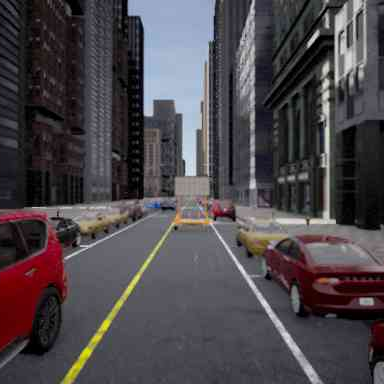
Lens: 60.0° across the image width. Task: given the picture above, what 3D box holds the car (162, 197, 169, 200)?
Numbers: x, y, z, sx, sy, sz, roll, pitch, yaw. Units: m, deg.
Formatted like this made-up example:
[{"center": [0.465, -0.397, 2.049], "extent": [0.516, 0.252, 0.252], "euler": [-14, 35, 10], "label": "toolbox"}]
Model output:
[{"center": [-5.731, 1.911, 58.260], "extent": [2.192, 1.841, 5.009], "euler": [0, -1, 0], "label": "car"}]

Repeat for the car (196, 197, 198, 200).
[{"center": [2.815, 2.510, 92.100], "extent": [1.887, 1.381, 4.507], "euler": [0, -1, 0], "label": "car"}]

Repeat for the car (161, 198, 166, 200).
[{"center": [-5.734, 2.087, 52.617], "extent": [2.008, 1.369, 4.403], "euler": [0, -1, 0], "label": "car"}]

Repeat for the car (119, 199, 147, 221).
[{"center": [-5.748, 1.615, 30.058], "extent": [2.192, 1.841, 5.009], "euler": [0, -1, 0], "label": "car"}]

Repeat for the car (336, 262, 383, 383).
[{"center": [2.762, 1.564, 1.857], "extent": [1.887, 1.381, 4.507], "euler": [0, -1, 0], "label": "car"}]

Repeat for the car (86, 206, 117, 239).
[{"center": [-5.754, 1.710, 18.605], "extent": [1.752, 1.417, 4.829], "euler": [0, -1, 0], "label": "car"}]

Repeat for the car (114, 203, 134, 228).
[{"center": [-5.750, 1.766, 24.246], "extent": [1.752, 1.417, 4.829], "euler": [0, -1, 0], "label": "car"}]

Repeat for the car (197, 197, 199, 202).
[{"center": [2.805, 2.347, 75.179], "extent": [1.947, 1.339, 4.313], "euler": [0, -1, 0], "label": "car"}]

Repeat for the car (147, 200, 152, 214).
[{"center": [-5.744, 1.882, 35.527], "extent": [1.752, 1.417, 4.829], "euler": [0, -1, 0], "label": "car"}]

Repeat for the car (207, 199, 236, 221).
[{"center": [2.777, 1.616, 30.060], "extent": [2.192, 1.841, 5.009], "euler": [0, -1, 0], "label": "car"}]

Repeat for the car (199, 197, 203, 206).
[{"center": [2.798, 2.099, 63.899], "extent": [1.967, 1.590, 4.097], "euler": [0, -1, 0], "label": "car"}]

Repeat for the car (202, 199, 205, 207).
[{"center": [2.788, 2.028, 46.978], "extent": [2.008, 1.369, 4.403], "euler": [0, -1, 0], "label": "car"}]

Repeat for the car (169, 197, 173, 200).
[{"center": [-5.725, 2.034, 69.541], "extent": [2.192, 1.841, 5.009], "euler": [0, -1, 0], "label": "car"}]

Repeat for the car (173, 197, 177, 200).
[{"center": [-5.713, 2.469, 86.460], "extent": [1.947, 1.339, 4.313], "euler": [0, -1, 0], "label": "car"}]

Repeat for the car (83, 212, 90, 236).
[{"center": [-5.757, 1.696, 13.134], "extent": [1.947, 1.339, 4.313], "euler": [0, -1, 0], "label": "car"}]

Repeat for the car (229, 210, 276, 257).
[{"center": [2.768, 1.658, 13.308], "extent": [1.752, 1.417, 4.829], "euler": [0, -1, 0], "label": "car"}]

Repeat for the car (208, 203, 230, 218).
[{"center": [2.782, 1.910, 35.698], "extent": [2.008, 1.369, 4.403], "euler": [0, -1, 0], "label": "car"}]

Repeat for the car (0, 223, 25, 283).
[{"center": [-5.760, 1.598, 7.324], "extent": [1.752, 1.417, 4.829], "euler": [0, -1, 0], "label": "car"}]

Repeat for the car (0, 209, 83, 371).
[{"center": [-3.098, 1.254, 3.251], "extent": [2.150, 2.045, 5.566], "euler": [0, -1, 0], "label": "car"}]

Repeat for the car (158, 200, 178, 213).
[{"center": [-3.063, 2.057, 45.081], "extent": [1.895, 1.301, 4.718], "euler": [0, -1, 0], "label": "car"}]

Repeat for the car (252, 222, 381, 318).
[{"center": [2.765, 1.620, 7.497], "extent": [1.887, 1.381, 4.507], "euler": [0, -1, 0], "label": "car"}]

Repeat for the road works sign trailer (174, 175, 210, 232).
[{"center": [0.013, 0.683, 21.979], "extent": [2.380, 3.560, 2.880], "euler": [0, -1, 0], "label": "road works sign trailer"}]

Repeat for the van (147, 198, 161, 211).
[{"center": [-5.738, 1.817, 46.980], "extent": [1.690, 1.788, 3.998], "euler": [0, -1, 0], "label": "van"}]
